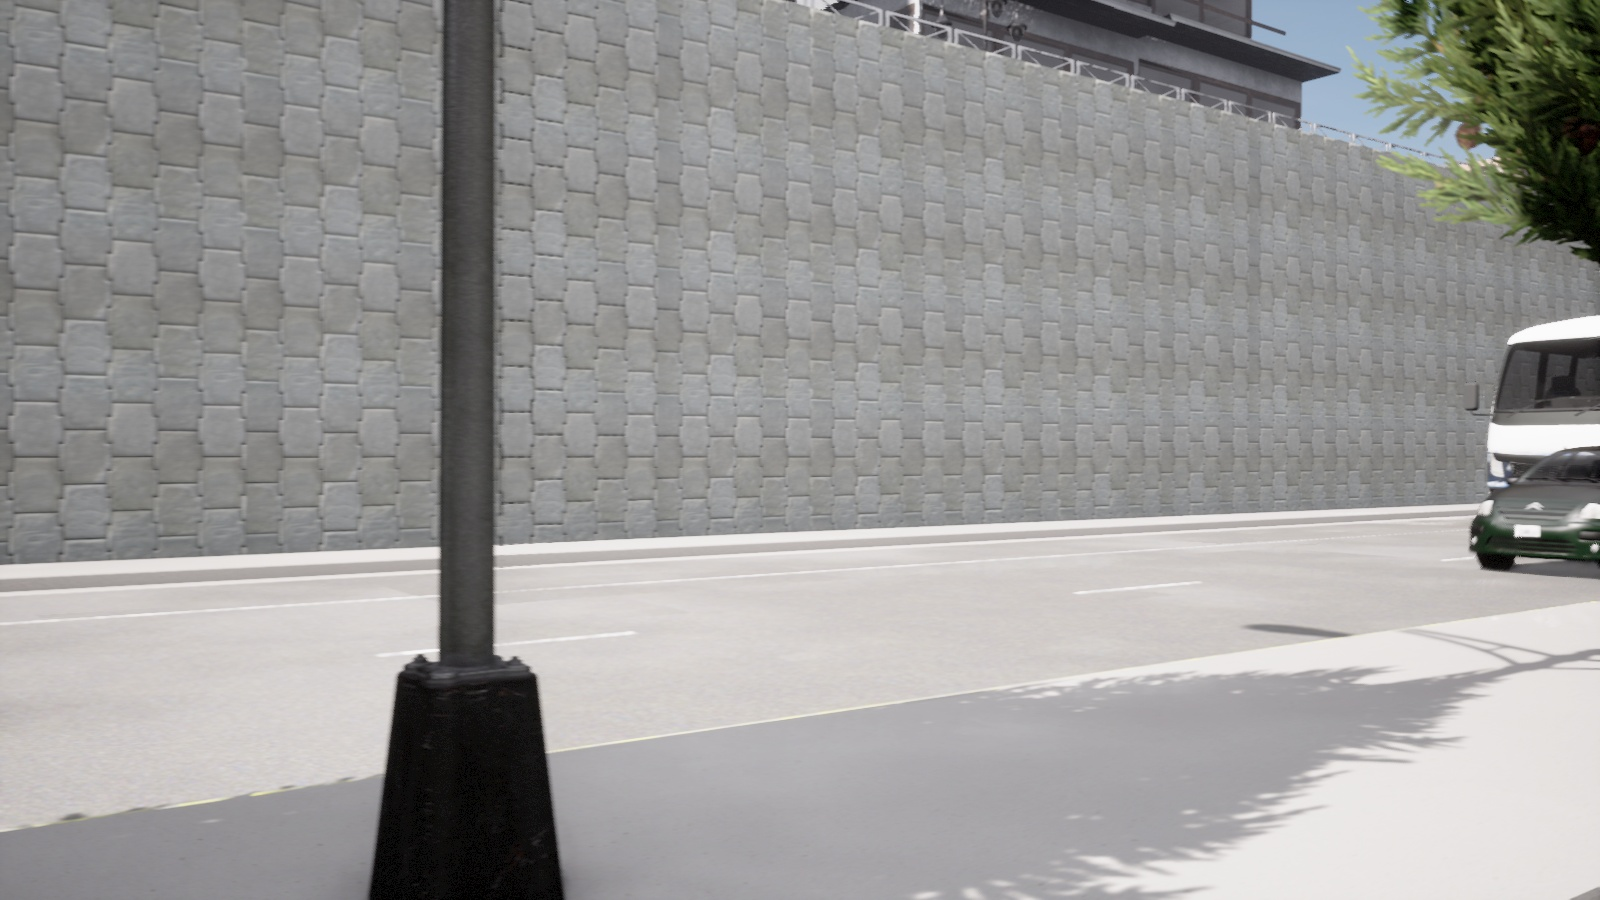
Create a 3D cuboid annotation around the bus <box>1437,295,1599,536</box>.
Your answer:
[{"bbox_3d":[17.765,-0.606,25.778,10.273,4.253,3.944,0,0,-35],"label":"bus"}]

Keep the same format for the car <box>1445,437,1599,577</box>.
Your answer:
[{"bbox_3d":[10.388,0.661,16.372,3.988,1.617,1.851,0,0,-35],"label":"car"}]
